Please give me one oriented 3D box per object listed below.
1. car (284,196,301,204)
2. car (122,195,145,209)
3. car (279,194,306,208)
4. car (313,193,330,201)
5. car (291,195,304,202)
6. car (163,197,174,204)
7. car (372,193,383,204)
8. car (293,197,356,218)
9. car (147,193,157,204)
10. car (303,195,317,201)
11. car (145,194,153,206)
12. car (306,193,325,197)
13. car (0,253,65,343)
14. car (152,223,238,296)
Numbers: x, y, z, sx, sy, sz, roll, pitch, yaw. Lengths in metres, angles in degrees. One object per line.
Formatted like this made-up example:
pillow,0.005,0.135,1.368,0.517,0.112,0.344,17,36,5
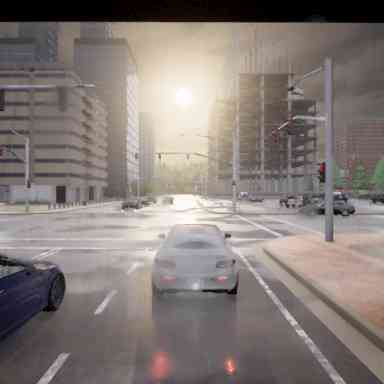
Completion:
car,18.612,1.419,61.690,1.970,1.475,3.806,0,0,0
car,-8.065,1.369,44.806,2.097,1.767,4.553,0,0,0
car,13.086,1.170,44.254,1.932,1.855,4.605,0,0,0
car,29.893,1.183,76.890,1.932,1.855,4.605,0,0,0
car,24.315,1.425,76.817,1.970,1.475,3.806,0,0,0
car,-4.518,1.588,64.037,1.994,1.385,4.181,0,0,0
car,35.508,1.177,61.853,1.932,1.855,4.605,0,0,0
car,12.113,1.503,30.019,4.902,1.511,2.128,0,0,0
car,-8.170,1.247,65.837,2.150,2.045,5.566,0,0,-1
car,27.210,1.393,76.828,1.784,1.438,3.905,0,0,0
car,-8.137,1.499,55.257,1.882,1.535,5.008,0,0,0
car,15.981,1.173,44.212,1.905,1.878,3.866,0,0,0
car,-3.438,1.527,4.707,1.812,1.442,4.674,0,0,0
car,0.076,1.529,8.562,1.812,1.442,4.674,0,0,0
